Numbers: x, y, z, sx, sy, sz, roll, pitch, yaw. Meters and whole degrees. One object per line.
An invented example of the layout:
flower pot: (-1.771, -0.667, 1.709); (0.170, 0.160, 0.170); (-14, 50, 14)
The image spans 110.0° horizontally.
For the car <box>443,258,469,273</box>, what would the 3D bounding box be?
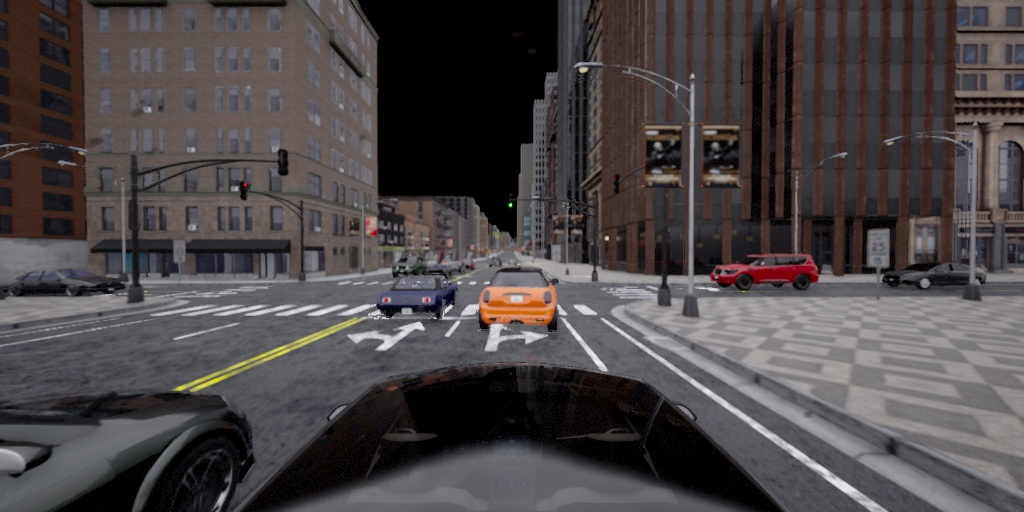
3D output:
car: (-6.599, 1.303, 42.484); (1.837, 1.490, 4.892); (0, 0, 0)

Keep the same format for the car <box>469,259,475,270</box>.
car: (-6.590, 1.161, 52.318); (2.097, 1.767, 4.553); (0, 0, 0)

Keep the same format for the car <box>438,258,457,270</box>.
car: (-9.831, 1.164, 54.884); (2.097, 1.767, 4.553); (0, 0, 1)

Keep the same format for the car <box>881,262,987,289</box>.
car: (24.896, 1.134, 21.243); (4.892, 1.490, 1.837); (0, 1, 0)

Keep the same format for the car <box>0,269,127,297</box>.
car: (-24.107, 1.406, 19.203); (5.357, 1.411, 2.033); (0, 1, 0)

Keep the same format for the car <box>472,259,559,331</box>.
car: (0.369, 1.109, 11.197); (2.097, 1.767, 4.553); (0, 0, 7)

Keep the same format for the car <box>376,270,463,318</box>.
car: (-3.148, 1.359, 12.996); (1.895, 1.301, 4.718); (0, 0, 0)

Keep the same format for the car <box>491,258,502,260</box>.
car: (-3.151, 1.421, 64.522); (1.895, 1.301, 4.718); (0, 0, 0)

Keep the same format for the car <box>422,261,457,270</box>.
car: (-6.588, 1.386, 33.213); (1.895, 1.301, 4.718); (0, 0, -1)

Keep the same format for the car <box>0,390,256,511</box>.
car: (-3.157, 1.314, 1.278); (1.994, 1.385, 4.181); (0, 0, 1)

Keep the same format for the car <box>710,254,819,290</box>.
car: (14.840, 0.889, 21.207); (5.566, 2.045, 2.150); (0, 1, 0)

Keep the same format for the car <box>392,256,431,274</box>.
car: (-9.853, 1.009, 34.883); (2.150, 2.045, 5.566); (0, 0, 0)
